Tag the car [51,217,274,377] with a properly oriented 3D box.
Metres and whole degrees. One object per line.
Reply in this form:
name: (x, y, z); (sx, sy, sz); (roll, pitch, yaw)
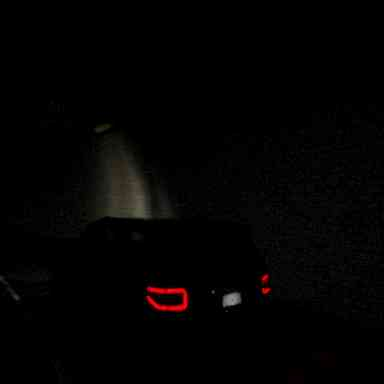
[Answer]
car: (-1.025, 1.480, 6.297); (2.150, 2.045, 5.566); (3, -3, -34)
